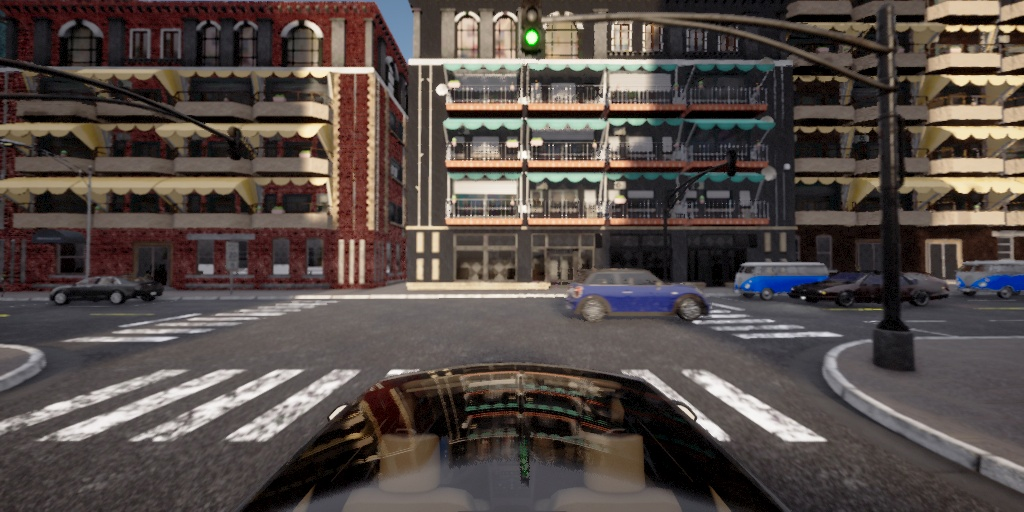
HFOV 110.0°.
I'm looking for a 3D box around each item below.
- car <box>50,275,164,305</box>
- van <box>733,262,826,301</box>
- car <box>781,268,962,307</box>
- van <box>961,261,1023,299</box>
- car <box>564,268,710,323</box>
[{"bbox_3d":[-19.692,1.609,17.498,4.403,1.370,2.007,0,0,0],"label":"car"},{"bbox_3d":[13.093,1.199,17.532,3.998,1.789,1.690,0,0,0],"label":"van"},{"bbox_3d":[14.885,1.343,15.091,5.357,1.411,2.033,0,-1,0],"label":"car"},{"bbox_3d":[24.373,1.133,17.588,3.998,1.789,1.690,0,0,0],"label":"van"},{"bbox_3d":[4.139,1.203,12.182,4.553,1.767,2.097,0,-1,0],"label":"car"}]
